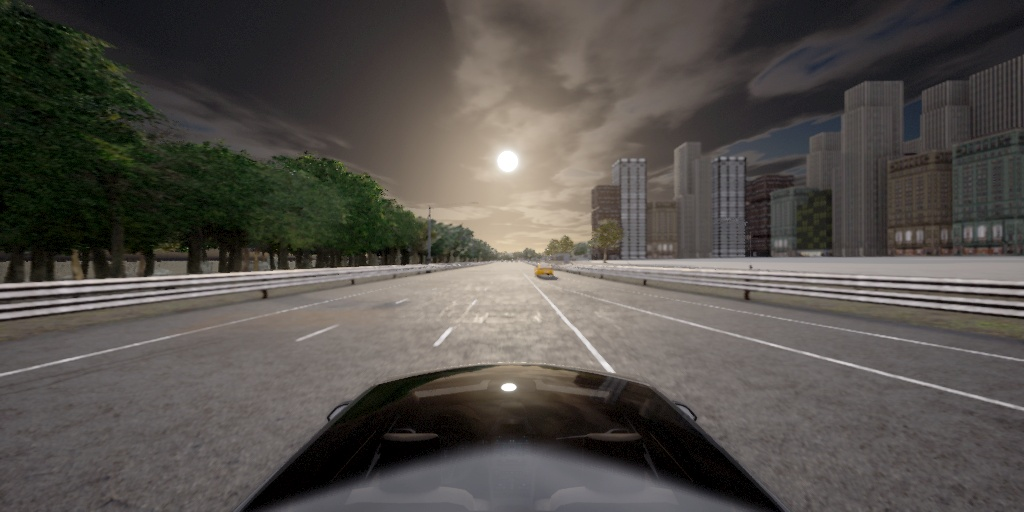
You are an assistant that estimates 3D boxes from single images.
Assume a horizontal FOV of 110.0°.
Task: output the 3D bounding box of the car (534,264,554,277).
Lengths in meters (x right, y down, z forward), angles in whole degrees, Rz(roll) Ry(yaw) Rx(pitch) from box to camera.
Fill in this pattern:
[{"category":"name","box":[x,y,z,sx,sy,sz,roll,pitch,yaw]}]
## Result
[{"category":"car","box":[3.789,1.704,43.176,1.882,1.535,5.008,0,-1,-2]}]
